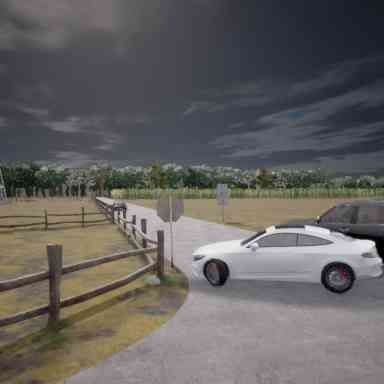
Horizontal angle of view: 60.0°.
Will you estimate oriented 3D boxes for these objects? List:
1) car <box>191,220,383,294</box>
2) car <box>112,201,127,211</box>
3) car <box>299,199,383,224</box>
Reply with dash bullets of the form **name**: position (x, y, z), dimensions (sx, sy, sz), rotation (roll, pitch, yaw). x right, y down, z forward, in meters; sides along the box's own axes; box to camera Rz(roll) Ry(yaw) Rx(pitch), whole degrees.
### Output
- **car**: position (2.299, 1.612, 8.708), dimensions (4.674, 1.442, 1.812), rotation (-2, 0, 16)
- **car**: position (-10.823, 1.981, 49.471), dimensions (2.033, 1.411, 5.357), rotation (-2, 0, -18)
- **car**: position (5.103, 1.226, 9.809), dimensions (2.150, 2.045, 5.566), rotation (-2, 0, -40)
